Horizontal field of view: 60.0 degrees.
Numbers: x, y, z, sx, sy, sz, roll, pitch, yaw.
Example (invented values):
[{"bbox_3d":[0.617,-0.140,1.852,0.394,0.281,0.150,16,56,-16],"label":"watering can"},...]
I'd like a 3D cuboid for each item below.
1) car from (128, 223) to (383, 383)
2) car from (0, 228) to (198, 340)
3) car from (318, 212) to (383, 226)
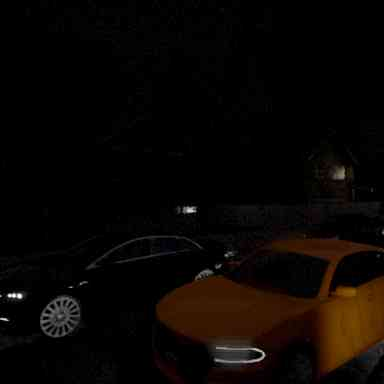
[{"bbox_3d":[1.771,1.501,5.067,5.008,1.535,1.882,0,0,-37],"label":"car"},{"bbox_3d":[-1.393,1.539,6.740,4.902,1.511,2.128,0,0,-37],"label":"car"},{"bbox_3d":[6.091,1.553,12.462,4.892,1.490,1.837,0,0,-37],"label":"car"}]
